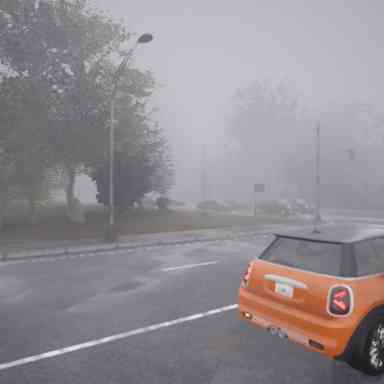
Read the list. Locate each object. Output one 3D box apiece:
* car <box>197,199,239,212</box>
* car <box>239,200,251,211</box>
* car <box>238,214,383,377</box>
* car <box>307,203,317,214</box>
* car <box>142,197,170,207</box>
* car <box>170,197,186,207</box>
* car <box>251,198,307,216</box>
[{"bbox_3d":[2.796,1.626,40.867,2.033,1.411,5.357,0,0,-38],"label":"car"},{"bbox_3d":[5.591,1.688,42.974,1.895,1.301,4.718,0,0,-38],"label":"car"},{"bbox_3d":[3.012,1.378,5.829,4.553,1.767,2.097,0,0,-35],"label":"car"},{"bbox_3d":[11.143,1.441,35.906,2.097,1.767,4.553,0,0,-38],"label":"car"},{"bbox_3d":[-5.993,1.553,52.079,1.882,1.535,5.008,0,0,-38],"label":"car"},{"bbox_3d":[-2.985,1.561,53.914,1.882,1.535,5.008,0,0,-38],"label":"car"},{"bbox_3d":[8.648,1.432,33.416,2.097,1.767,4.553,0,0,-38],"label":"car"}]
